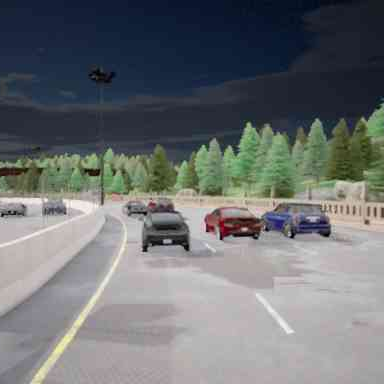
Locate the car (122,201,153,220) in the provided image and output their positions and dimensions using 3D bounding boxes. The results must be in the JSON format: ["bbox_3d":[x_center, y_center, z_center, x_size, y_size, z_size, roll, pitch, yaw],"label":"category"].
[{"bbox_3d":[-5.614,1.600,32.371,2.033,1.411,5.357,0,0,-19],"label":"car"}]

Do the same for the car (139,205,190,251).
[{"bbox_3d":[-1.218,1.523,14.312,1.837,1.490,4.892,0,0,-8],"label":"car"}]

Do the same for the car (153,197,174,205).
[{"bbox_3d":[-3.500,1.401,36.556,2.097,1.767,4.553,0,0,-20],"label":"car"}]

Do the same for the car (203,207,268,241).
[{"bbox_3d":[1.882,1.488,16.975,1.882,1.535,5.008,0,0,-10],"label":"car"}]

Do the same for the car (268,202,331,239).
[{"bbox_3d":[5.300,1.350,17.629,2.097,1.767,4.553,0,0,-10],"label":"car"}]
